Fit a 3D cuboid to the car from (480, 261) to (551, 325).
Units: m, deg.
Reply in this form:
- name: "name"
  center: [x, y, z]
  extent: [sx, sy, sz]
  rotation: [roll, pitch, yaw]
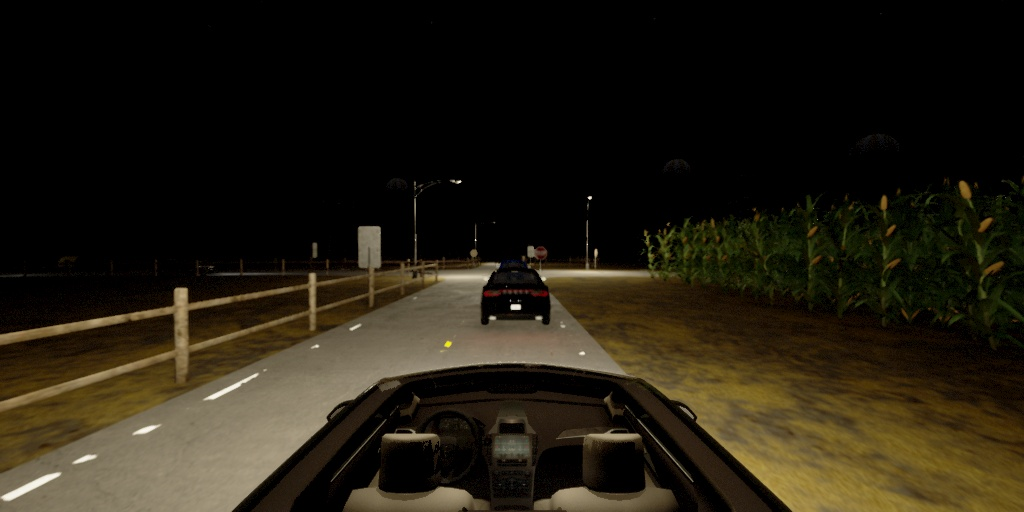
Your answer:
- name: "car"
  center: [0.089, 1.089, 11.284]
  extent: [1.882, 1.535, 5.008]
  rotation: [0, 0, 0]

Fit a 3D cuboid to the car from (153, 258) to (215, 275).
- name: "car"
  center: [-30.537, 0.938, 33.490]
  extent: [4.902, 1.511, 2.128]
  rotation: [0, 1, 0]

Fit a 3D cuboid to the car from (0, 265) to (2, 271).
- name: "car"
  center: [-51.780, 0.846, 33.647]
  extent: [5.566, 2.045, 2.150]
  rotation: [-1, 1, 0]
